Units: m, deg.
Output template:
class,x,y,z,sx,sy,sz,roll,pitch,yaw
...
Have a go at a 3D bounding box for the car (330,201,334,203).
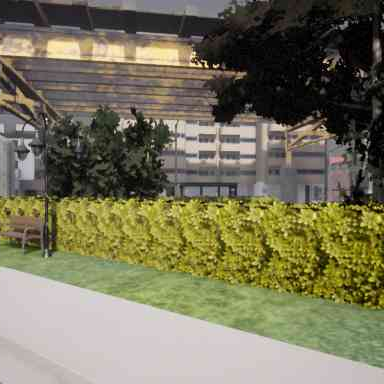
class,x,y,z,sx,sy,sz,roll,pitch,yaw
car,14.569,1.502,31.179,4.892,1.490,1.837,1,0,-9
